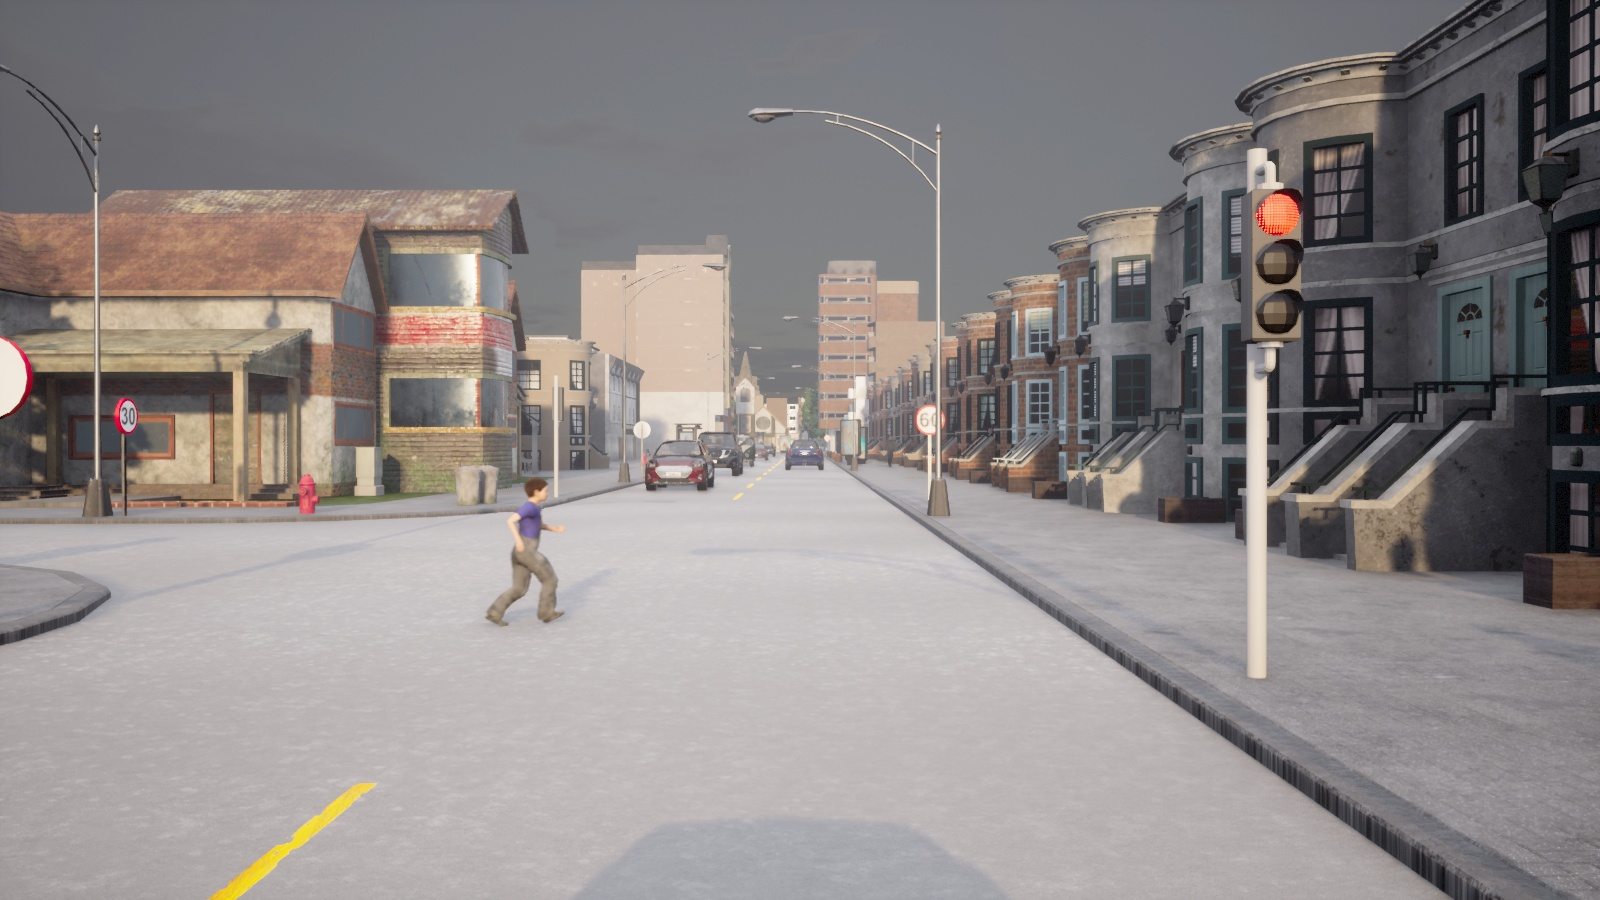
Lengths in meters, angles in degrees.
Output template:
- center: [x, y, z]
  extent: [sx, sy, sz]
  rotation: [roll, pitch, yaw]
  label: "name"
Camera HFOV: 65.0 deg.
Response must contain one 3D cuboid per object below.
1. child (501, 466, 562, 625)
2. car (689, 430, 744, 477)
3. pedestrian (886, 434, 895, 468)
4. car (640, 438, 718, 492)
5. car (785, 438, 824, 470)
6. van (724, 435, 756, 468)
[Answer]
- center: [-2.186, 0.762, 10.214]
  extent: [0.437, 1.263, 0.270]
  rotation: [0, 0, -24]
  label: "child"
- center: [-3.793, 0.135, 57.977]
  extent: [2.150, 2.045, 5.566]
  rotation: [0, 0, 0]
  label: "car"
- center: [5.139, 0.058, 71.316]
  extent: [0.423, 1.949, 0.788]
  rotation: [0, 0, 1]
  label: "pedestrian"
- center: [-3.853, 0.443, 40.826]
  extent: [2.033, 1.649, 4.856]
  rotation: [0, 0, 0]
  label: "car"
- center: [0.253, 0.207, 70.533]
  extent: [2.097, 1.767, 4.553]
  rotation: [0, 0, 0]
  label: "car"
- center: [-3.719, 0.055, 78.151]
  extent: [1.775, 1.987, 4.442]
  rotation: [0, 0, 0]
  label: "van"
